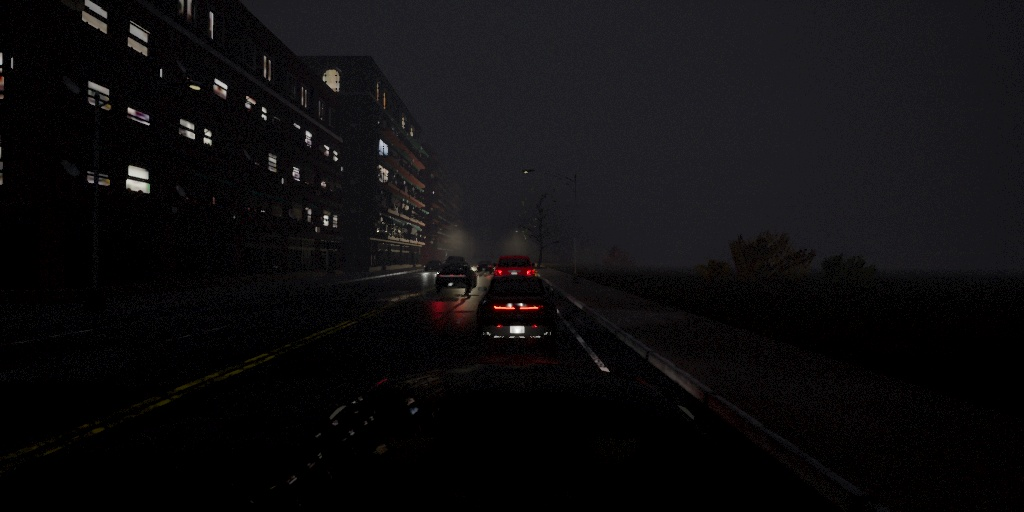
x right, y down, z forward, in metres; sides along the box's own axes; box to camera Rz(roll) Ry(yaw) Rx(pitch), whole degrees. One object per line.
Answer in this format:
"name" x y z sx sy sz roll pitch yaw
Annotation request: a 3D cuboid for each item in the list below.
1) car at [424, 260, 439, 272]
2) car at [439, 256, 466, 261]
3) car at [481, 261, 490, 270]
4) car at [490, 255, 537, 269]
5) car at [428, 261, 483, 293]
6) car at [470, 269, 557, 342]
"car" -9.811 1.258 45.460 1.837 1.490 4.892 0 0 0
"car" -6.565 0.974 41.891 2.150 2.045 5.566 0 0 0
"car" -3.119 1.279 41.929 1.812 1.442 4.674 0 0 0
"car" 0.116 0.974 20.095 2.150 2.045 5.566 0 0 0
"car" -3.133 1.244 20.817 2.128 1.511 4.902 0 0 0
"car" 0.109 1.256 9.748 1.837 1.490 4.892 0 0 0
